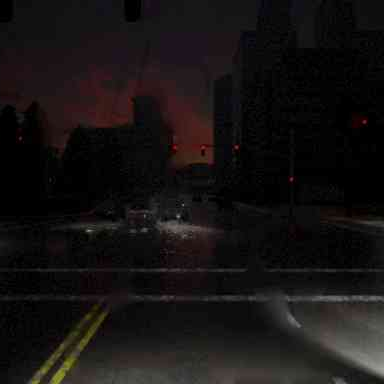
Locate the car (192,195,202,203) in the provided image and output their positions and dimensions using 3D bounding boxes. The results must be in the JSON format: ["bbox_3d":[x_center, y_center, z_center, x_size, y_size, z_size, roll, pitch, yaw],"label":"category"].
[{"bbox_3d":[1.034,1.354,67.660,2.097,1.767,4.553,0,0,1],"label":"car"}]

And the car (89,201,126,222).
[{"bbox_3d":[-6.540,1.478,26.177,1.882,1.535,5.008,0,0,2],"label":"car"}]

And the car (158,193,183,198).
[{"bbox_3d":[-2.790,1.224,43.663,2.150,2.045,5.566,0,0,1],"label":"car"}]

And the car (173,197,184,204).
[{"bbox_3d":[-2.546,1.603,64.073,1.895,1.301,4.718,0,0,1],"label":"car"}]

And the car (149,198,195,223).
[{"bbox_3d":[-1.667,1.494,26.086,2.128,1.511,4.902,0,0,-16],"label":"car"}]

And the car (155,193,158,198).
[{"bbox_3d":[-6.024,1.226,65.405,2.150,2.045,5.566,0,0,1],"label":"car"}]

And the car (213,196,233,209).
[{"bbox_3d":[4.413,1.548,44.690,2.033,1.411,5.357,0,0,0],"label":"car"}]

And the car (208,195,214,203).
[{"bbox_3d":[4.570,1.480,71.381,1.882,1.535,5.008,0,0,1],"label":"car"}]

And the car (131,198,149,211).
[{"bbox_3d":[-6.316,1.505,41.359,1.837,1.490,4.892,0,0,1],"label":"car"}]
